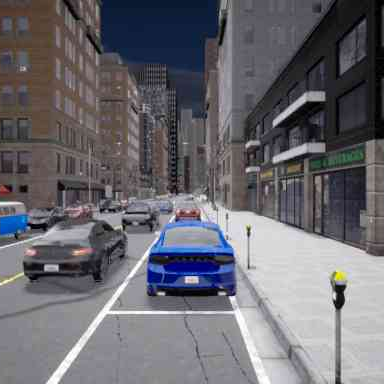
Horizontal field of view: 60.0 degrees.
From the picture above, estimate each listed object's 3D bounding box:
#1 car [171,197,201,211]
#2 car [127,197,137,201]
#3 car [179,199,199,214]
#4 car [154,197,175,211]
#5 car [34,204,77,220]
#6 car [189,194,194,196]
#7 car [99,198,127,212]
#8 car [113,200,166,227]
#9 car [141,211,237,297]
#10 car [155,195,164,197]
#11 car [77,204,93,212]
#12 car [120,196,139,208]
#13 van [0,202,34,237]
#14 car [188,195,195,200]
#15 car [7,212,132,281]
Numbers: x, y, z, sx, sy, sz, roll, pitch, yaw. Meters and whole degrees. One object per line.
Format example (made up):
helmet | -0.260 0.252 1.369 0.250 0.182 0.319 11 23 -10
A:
car | -0.290 1.443 25.481 1.967 1.590 4.097 0 0 0
car | -6.227 1.608 37.624 1.895 1.301 4.718 0 0 0
car | -0.290 1.558 36.484 2.008 1.369 4.403 0 0 0
car | -3.079 1.554 36.758 2.033 1.411 5.357 0 0 0
car | -8.815 1.568 19.979 1.947 1.339 4.313 0 0 0
car | -0.257 1.501 84.576 1.967 1.590 4.097 0 0 0
car | -8.815 1.573 36.483 1.947 1.339 4.313 0 0 0
car | -3.087 1.495 20.678 2.128 1.511 4.902 0 0 0
car | -0.006 1.478 8.650 1.882 1.535 5.008 0 0 0
car | -8.782 1.643 84.589 1.802 1.307 4.206 0 0 0
car | -8.815 1.585 25.481 1.802 1.307 4.206 0 0 0
car | -8.816 1.452 47.486 1.967 1.590 4.097 0 0 0
van | -8.815 1.342 14.478 1.690 1.788 3.998 0 0 0
car | -0.237 1.636 95.394 2.008 1.369 4.403 0 0 0
car | -3.149 1.526 9.723 1.812 1.442 4.674 0 0 0
